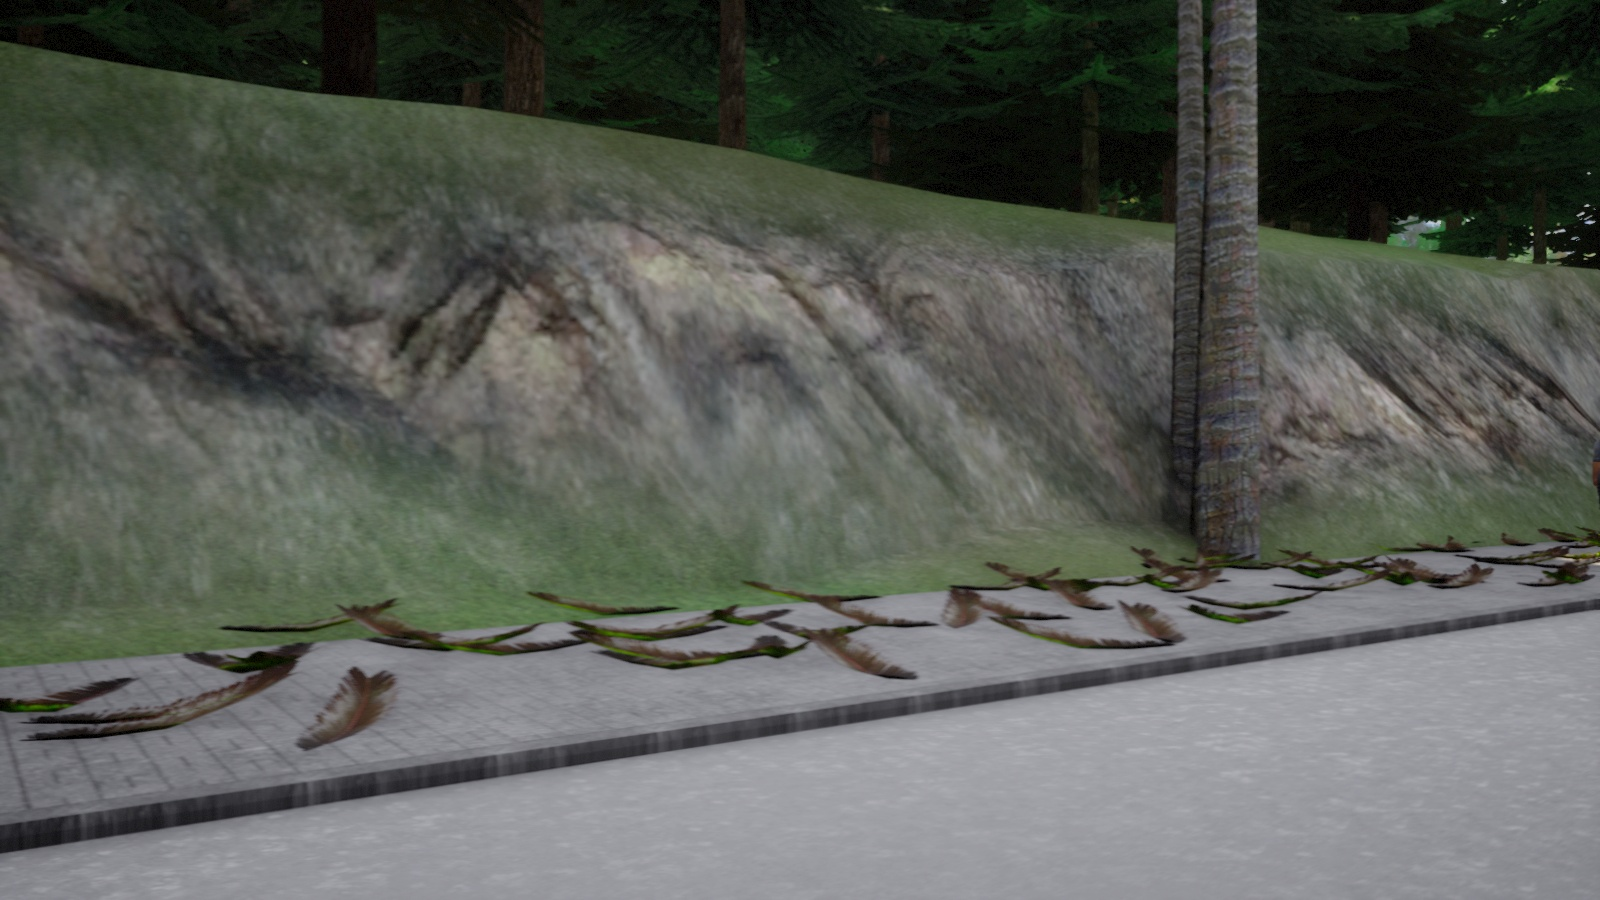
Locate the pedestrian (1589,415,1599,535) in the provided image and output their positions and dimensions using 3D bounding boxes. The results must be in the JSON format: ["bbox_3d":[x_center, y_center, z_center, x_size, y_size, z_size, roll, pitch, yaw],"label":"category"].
[{"bbox_3d":[12.604,0.387,19.520,0.540,1.848,0.694,0,0,29],"label":"pedestrian"}]
